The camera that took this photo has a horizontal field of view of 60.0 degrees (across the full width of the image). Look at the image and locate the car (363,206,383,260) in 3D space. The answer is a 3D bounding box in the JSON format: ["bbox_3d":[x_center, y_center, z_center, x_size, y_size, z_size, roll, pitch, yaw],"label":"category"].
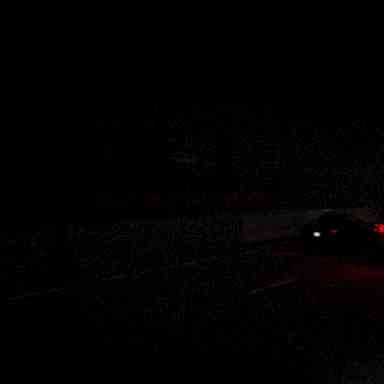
[{"bbox_3d":[8.243,1.258,11.466,5.566,2.045,2.150,-1,-1,-42],"label":"car"}]

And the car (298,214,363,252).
[{"bbox_3d":[6.464,1.654,14.555,4.181,1.385,1.994,0,-1,-42],"label":"car"}]
